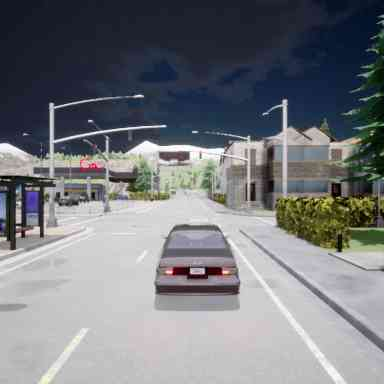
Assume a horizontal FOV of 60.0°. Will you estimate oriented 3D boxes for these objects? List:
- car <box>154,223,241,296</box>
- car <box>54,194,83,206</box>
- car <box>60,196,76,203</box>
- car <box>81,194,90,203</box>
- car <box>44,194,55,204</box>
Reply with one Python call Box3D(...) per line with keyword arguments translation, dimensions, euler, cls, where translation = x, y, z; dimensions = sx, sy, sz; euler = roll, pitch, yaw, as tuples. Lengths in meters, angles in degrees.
Box3D(translation=(0.105, 1.547, 8.822), dimensions=(2.033, 1.411, 5.357), euler=(0, 0, 0), cls="car")
Box3D(translation=(-18.891, 1.489, 51.029), dimensions=(2.007, 1.523, 4.514), euler=(0, 0, 0), cls="car")
Box3D(translation=(-25.910, 1.552, 69.504), dimensions=(1.970, 1.475, 3.806), euler=(0, 0, 0), cls="car")
Box3D(translation=(-22.584, 1.268, 68.900), dimensions=(1.905, 1.878, 3.866), euler=(0, 0, 0), cls="car")
Box3D(translation=(-25.854, 1.289, 61.025), dimensions=(1.932, 1.855, 4.605), euler=(0, 0, 0), cls="car")
